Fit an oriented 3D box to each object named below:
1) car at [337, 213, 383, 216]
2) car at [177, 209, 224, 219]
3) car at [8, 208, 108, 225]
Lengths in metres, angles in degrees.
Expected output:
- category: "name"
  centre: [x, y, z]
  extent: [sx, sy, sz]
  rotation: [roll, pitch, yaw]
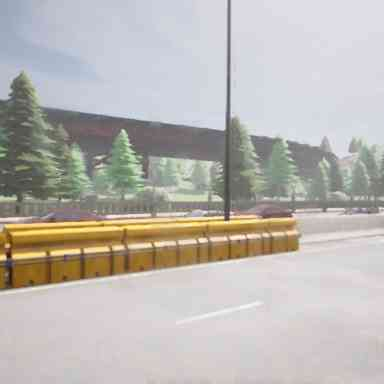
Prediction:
- category: "car"
  centre: [12.738, 1.839, 25.114]
  extent: [4.181, 1.385, 1.994]
  rotation: [1, 0, -34]
- category: "car"
  centre: [0.511, 1.629, 16.932]
  extent: [4.674, 1.442, 1.812]
  rotation: [1, -1, -34]
- category: "car"
  centre: [-6.472, 1.556, 16.480]
  extent: [4.674, 1.442, 1.812]
  rotation: [1, 0, -34]
